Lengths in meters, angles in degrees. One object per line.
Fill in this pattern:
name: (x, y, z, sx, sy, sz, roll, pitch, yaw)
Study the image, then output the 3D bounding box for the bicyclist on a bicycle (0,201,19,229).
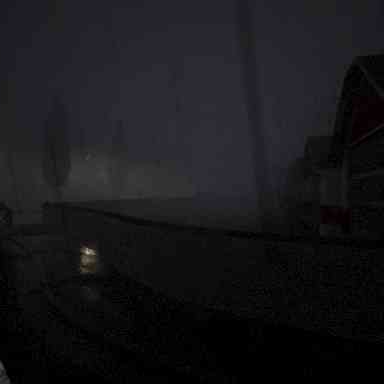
bicyclist on a bicycle: (-11.228, 1.431, 19.807, 1.656, 1.620, 0.582, 0, 0, -25)

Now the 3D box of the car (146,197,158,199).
car: (-6.302, 1.558, 55.115, 2.097, 1.767, 4.553, 1, 0, 15)

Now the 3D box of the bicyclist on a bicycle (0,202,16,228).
bicyclist on a bicycle: (-12.033, 1.428, 21.016, 0.582, 1.620, 1.656, 1, -1, 19)

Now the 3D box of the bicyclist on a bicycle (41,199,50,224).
bicyclist on a bicycle: (-9.662, 1.308, 21.969, 0.582, 1.620, 1.656, 1, 0, -14)
